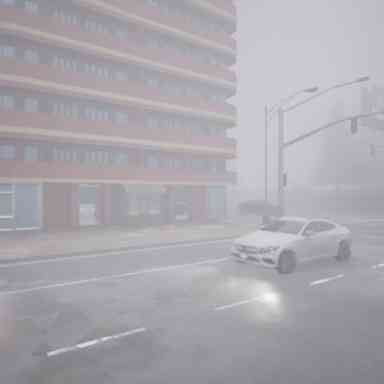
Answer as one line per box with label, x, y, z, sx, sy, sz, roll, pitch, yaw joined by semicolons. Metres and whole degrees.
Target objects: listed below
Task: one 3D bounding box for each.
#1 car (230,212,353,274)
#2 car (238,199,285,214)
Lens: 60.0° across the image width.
car;3.342;1.526;10.691;4.674;1.442;1.812;0;0;-36
car;6.669;1.478;32.182;1.882;1.535;5.008;0;0;-36
